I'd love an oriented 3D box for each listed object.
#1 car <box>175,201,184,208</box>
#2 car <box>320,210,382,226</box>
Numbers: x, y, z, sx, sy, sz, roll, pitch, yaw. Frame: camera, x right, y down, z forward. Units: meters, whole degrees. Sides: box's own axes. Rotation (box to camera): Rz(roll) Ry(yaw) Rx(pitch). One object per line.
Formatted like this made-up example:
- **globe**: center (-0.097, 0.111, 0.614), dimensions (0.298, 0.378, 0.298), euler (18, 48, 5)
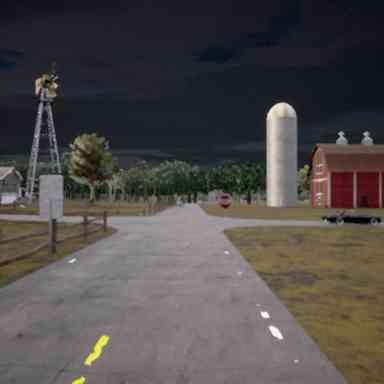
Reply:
- **car**: center (-2.736, 2.655, 72.075), dimensions (1.837, 1.490, 4.892), euler (0, -1, 0)
- **car**: center (13.960, 2.250, 29.205), dimensions (4.718, 1.301, 1.895), euler (1, -1, 0)
